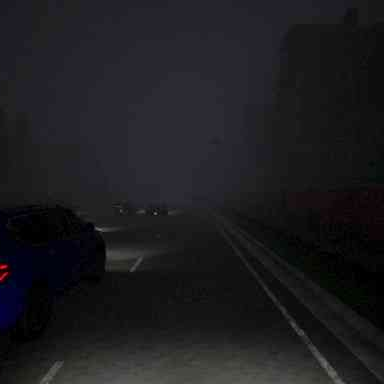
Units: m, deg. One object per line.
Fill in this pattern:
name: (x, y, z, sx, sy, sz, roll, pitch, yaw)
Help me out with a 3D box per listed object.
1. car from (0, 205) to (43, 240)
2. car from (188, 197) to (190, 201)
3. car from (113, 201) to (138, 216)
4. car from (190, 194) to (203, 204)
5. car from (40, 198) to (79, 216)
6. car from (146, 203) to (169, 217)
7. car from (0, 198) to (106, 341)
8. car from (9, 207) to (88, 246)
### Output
car: (-10.400, 1.566, 18.384, 2.128, 1.511, 4.902, 0, 0, 0)
car: (-0.006, 1.766, 92.838, 1.812, 1.442, 4.674, 0, 0, 0)
car: (-6.902, 1.632, 34.824, 2.128, 1.511, 4.902, 0, 0, 0)
car: (1.220, 1.513, 71.830, 2.150, 2.045, 5.566, 0, 0, 0)
car: (-13.663, 1.491, 34.575, 2.097, 1.767, 4.553, 0, 0, 2)
car: (-3.402, 1.735, 33.348, 1.895, 1.301, 4.718, 0, 0, 0)
car: (-3.400, 1.249, 6.682, 2.150, 2.045, 5.566, 0, 0, 0)
car: (-6.901, 1.572, 16.677, 1.837, 1.490, 4.892, 0, 0, 0)
